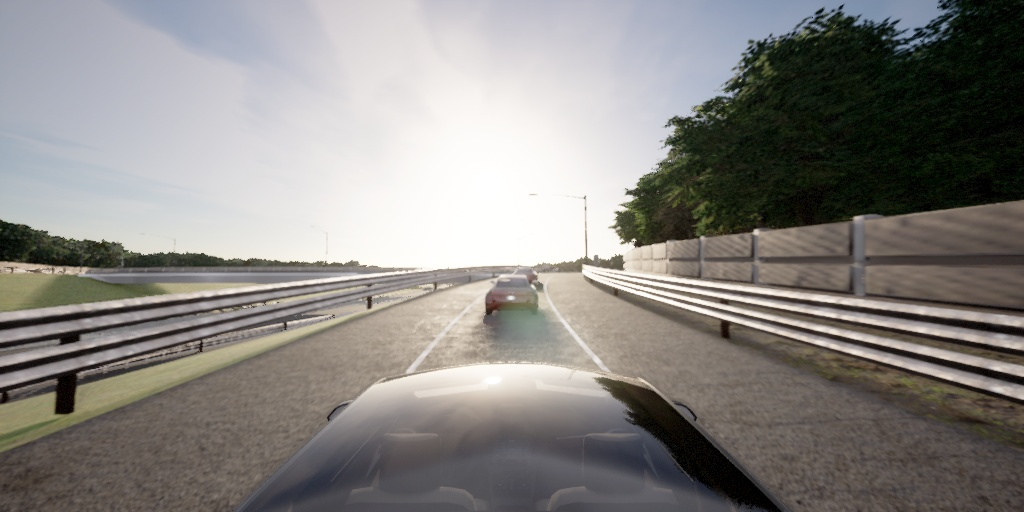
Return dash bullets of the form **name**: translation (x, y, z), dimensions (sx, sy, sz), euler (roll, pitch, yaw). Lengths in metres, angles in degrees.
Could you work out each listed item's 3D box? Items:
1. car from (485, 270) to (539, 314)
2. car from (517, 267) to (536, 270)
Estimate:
- **car**: translation (0.052, 1.447, 14.488), dimensions (1.994, 1.385, 4.181), euler (0, 0, 2)
- **car**: translation (1.105, 1.593, 29.356), dimensions (1.994, 1.385, 4.181), euler (-1, 0, 7)
